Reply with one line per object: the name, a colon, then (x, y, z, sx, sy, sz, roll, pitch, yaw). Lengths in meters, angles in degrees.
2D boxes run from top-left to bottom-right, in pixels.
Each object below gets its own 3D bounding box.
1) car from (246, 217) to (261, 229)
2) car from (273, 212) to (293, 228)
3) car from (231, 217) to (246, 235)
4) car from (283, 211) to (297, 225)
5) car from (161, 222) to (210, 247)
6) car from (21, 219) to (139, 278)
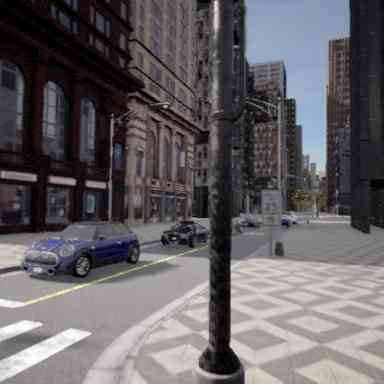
car: (6.919, 3.692, 39.848, 1.895, 1.301, 4.718, 0, -3, 22)
car: (11.782, 3.843, 43.695, 1.882, 1.535, 5.008, 0, -3, 21)
car: (3.350, 3.085, 30.692, 1.837, 1.490, 4.892, 0, -3, 21)
car: (15.449, 4.117, 53.249, 2.150, 2.045, 5.566, 0, -3, 22)
car: (-0.337, 2.610, 21.163, 1.994, 1.385, 4.181, 0, -3, 21)
car: (-3.832, 1.893, 12.187, 2.097, 1.767, 4.553, 0, -3, 22)
